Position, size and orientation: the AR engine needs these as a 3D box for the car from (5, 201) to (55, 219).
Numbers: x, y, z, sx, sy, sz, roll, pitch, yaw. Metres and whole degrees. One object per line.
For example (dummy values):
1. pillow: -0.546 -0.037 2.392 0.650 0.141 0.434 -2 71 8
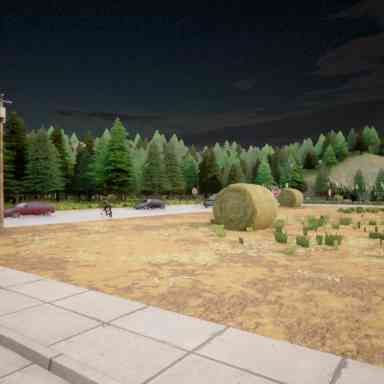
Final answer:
1. car: -14.507 1.552 29.469 1.812 1.442 4.674 0 0 37

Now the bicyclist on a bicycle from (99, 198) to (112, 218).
1. bicyclist on a bicycle: -7.010 1.327 27.018 1.656 1.620 0.582 0 0 36

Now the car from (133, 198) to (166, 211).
1. car: -5.274 1.552 41.950 1.812 1.442 4.674 0 0 37

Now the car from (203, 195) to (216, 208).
1. car: 3.530 1.518 47.769 2.128 1.511 4.902 0 0 37
